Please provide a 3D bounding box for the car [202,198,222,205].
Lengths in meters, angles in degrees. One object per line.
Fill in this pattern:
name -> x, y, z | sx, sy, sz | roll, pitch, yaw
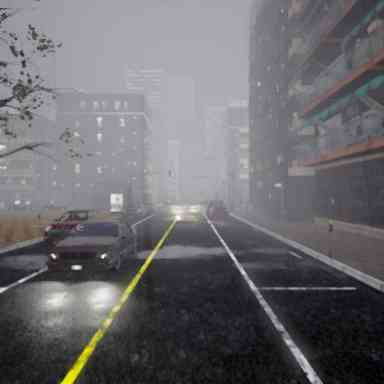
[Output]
car -> 2.683, 1.761, 38.619 | 2.192, 1.841, 5.009 | 0, -1, 0

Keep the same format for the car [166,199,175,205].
car -> -5.696, 2.603, 87.594 | 1.947, 1.339, 4.313 | 0, -1, 0

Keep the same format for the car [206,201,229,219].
car -> 2.684, 1.925, 33.089 | 1.887, 1.381, 4.507 | 0, -1, 0

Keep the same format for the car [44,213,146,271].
car -> -3.101, 1.679, 11.615 | 2.033, 1.411, 5.357 | 0, -1, 0

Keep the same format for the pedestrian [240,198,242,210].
pedestrian -> 7.136, 1.715, 48.706 | 0.375, 1.860, 0.375 | 0, 0, 0

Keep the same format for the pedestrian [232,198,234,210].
pedestrian -> 6.136, 1.725, 49.906 | 0.375, 1.860, 0.375 | 0, 0, 0

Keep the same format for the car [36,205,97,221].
car -> -5.697, 1.628, 16.510 | 1.967, 1.590, 4.097 | 0, -1, 0

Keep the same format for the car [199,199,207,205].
car -> 2.685, 2.535, 82.059 | 1.947, 1.339, 4.313 | 0, -1, 0

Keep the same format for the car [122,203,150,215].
car -> -5.697, 1.820, 33.091 | 1.967, 1.590, 4.097 | 0, -1, 0

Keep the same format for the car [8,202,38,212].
car -> -27.972, 2.607, 54.853 | 4.403, 1.369, 2.008 | -1, 1, 0

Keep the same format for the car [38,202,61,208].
car -> -22.402, 2.526, 54.894 | 4.403, 1.369, 2.008 | -1, 1, 0

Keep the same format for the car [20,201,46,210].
car -> -30.272, 2.565, 63.475 | 4.097, 1.590, 1.967 | -1, 1, 0

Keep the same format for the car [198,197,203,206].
car -> 2.685, 2.483, 76.536 | 1.802, 1.307, 4.206 | 0, -1, 0

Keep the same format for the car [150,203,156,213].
car -> -5.696, 2.093, 44.145 | 1.802, 1.307, 4.206 | 0, -1, 0

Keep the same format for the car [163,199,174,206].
car -> -5.696, 2.467, 76.548 | 1.947, 1.339, 4.313 | 0, -1, 0

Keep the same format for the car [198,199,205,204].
car -> 2.685, 2.651, 93.105 | 1.887, 1.381, 4.507 | 0, -1, 0

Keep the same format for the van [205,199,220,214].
van -> 2.683, 1.852, 44.146 | 1.690, 1.788, 3.998 | 0, -1, 0

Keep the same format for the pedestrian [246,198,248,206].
pedestrian -> 8.136, 1.739, 49.305 | 0.375, 1.860, 0.375 | 0, 0, 0
